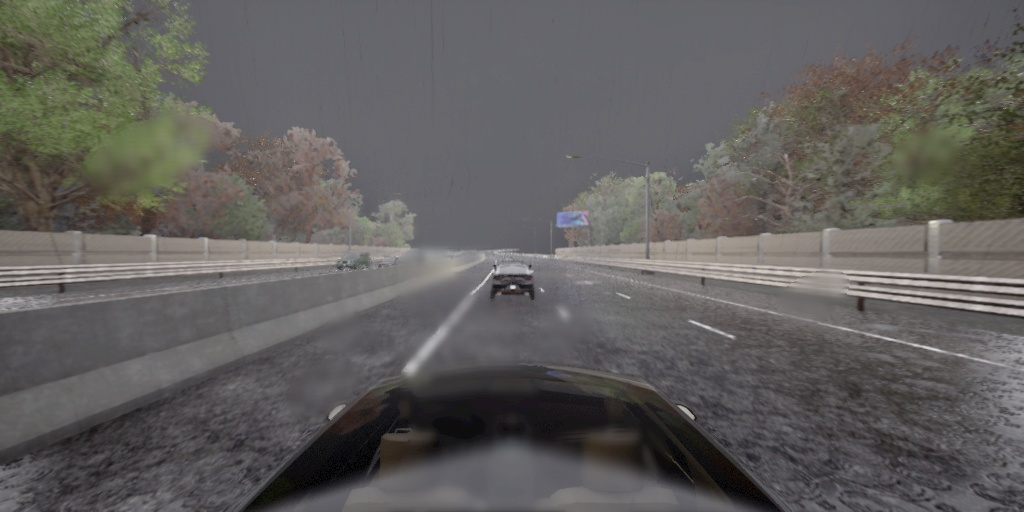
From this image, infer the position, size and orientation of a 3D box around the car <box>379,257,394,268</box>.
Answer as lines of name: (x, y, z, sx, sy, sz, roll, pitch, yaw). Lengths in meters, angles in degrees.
car: (-14.564, 0.857, 43.480, 1.837, 1.490, 4.892, 0, 1, -1)

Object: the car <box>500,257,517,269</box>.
car: (-0.500, 0.863, 46.259, 2.033, 1.411, 5.357, 0, 1, -1)

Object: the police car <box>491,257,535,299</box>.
police car: (0.024, 1.026, 17.049, 1.930, 1.638, 5.238, 0, 1, 0)

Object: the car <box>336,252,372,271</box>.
car: (-18.026, 0.598, 41.245, 2.150, 2.045, 5.566, 0, 1, -1)

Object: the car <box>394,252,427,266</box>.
car: (-11.003, 0.605, 40.097, 2.150, 2.045, 5.566, 0, 1, -1)
